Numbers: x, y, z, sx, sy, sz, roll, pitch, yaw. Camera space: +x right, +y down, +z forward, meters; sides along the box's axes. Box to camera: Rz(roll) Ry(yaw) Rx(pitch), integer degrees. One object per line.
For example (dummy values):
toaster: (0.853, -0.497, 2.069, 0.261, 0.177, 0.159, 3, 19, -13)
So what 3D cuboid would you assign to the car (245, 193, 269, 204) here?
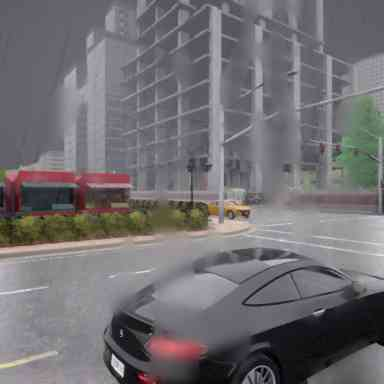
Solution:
car: (10.840, 1.114, 57.680, 1.905, 1.878, 3.866, 0, 0, -36)

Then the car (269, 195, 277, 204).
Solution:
car: (13.228, 1.114, 59.396, 1.905, 1.878, 3.866, 0, 0, -36)

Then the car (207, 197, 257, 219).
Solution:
car: (2.859, 1.422, 28.401, 1.882, 1.535, 5.008, 0, 0, -36)

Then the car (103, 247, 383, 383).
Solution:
car: (1.147, 1.526, 4.605, 4.674, 1.442, 1.812, 0, 0, -35)
